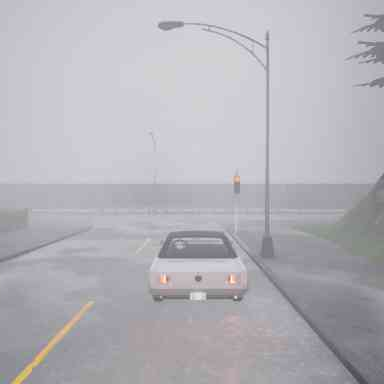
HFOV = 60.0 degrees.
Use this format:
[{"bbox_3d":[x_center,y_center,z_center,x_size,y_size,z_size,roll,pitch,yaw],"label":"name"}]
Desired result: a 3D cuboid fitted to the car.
[{"bbox_3d":[0.118,1.601,8.256,1.895,1.301,4.718,0,0,0],"label":"car"}]
